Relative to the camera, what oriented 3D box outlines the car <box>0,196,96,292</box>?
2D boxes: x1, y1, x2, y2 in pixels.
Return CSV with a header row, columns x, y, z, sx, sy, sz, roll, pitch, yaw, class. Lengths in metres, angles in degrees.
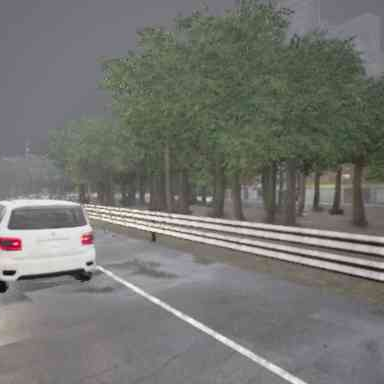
x,y,z,sx,sy,sz,roll,pitch,yaw,class
-4.407,1.206,9.190,2.150,2.045,5.566,0,0,-34,car
